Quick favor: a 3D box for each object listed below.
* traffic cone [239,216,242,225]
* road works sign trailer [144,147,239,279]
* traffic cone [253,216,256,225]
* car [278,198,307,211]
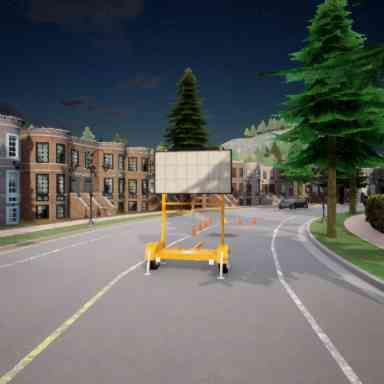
[{"bbox_3d":[3.266,1.954,22.776,0.340,0.580,0.340,0,0,12],"label":"traffic cone"},{"bbox_3d":[0.058,0.463,10.169,2.380,3.560,2.880,0,0,12],"label":"road works sign trailer"},{"bbox_3d":[4.243,1.955,22.569,0.340,0.580,0.340,0,0,12],"label":"traffic cone"},{"bbox_3d":[12.677,1.504,41.735,4.892,1.490,1.837,0,0,-43],"label":"car"}]
